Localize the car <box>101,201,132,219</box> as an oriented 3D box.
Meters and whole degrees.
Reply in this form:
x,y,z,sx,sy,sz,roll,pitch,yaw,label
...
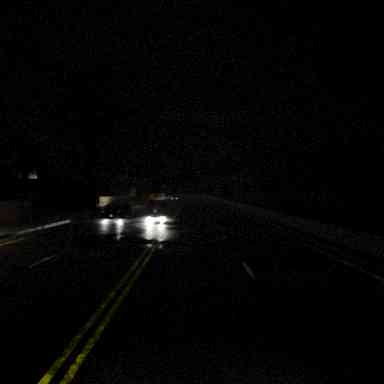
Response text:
x,y,z,sx,sy,sz,roll,pitch,yaw,label
-6.595,1.540,29.769,2.033,1.411,5.357,0,0,0,car

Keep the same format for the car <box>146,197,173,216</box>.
x,y,z,sx,sy,sz,roll,pitch,yaw,label
-3.337,1.484,32.654,2.128,1.511,4.902,0,0,0,car
